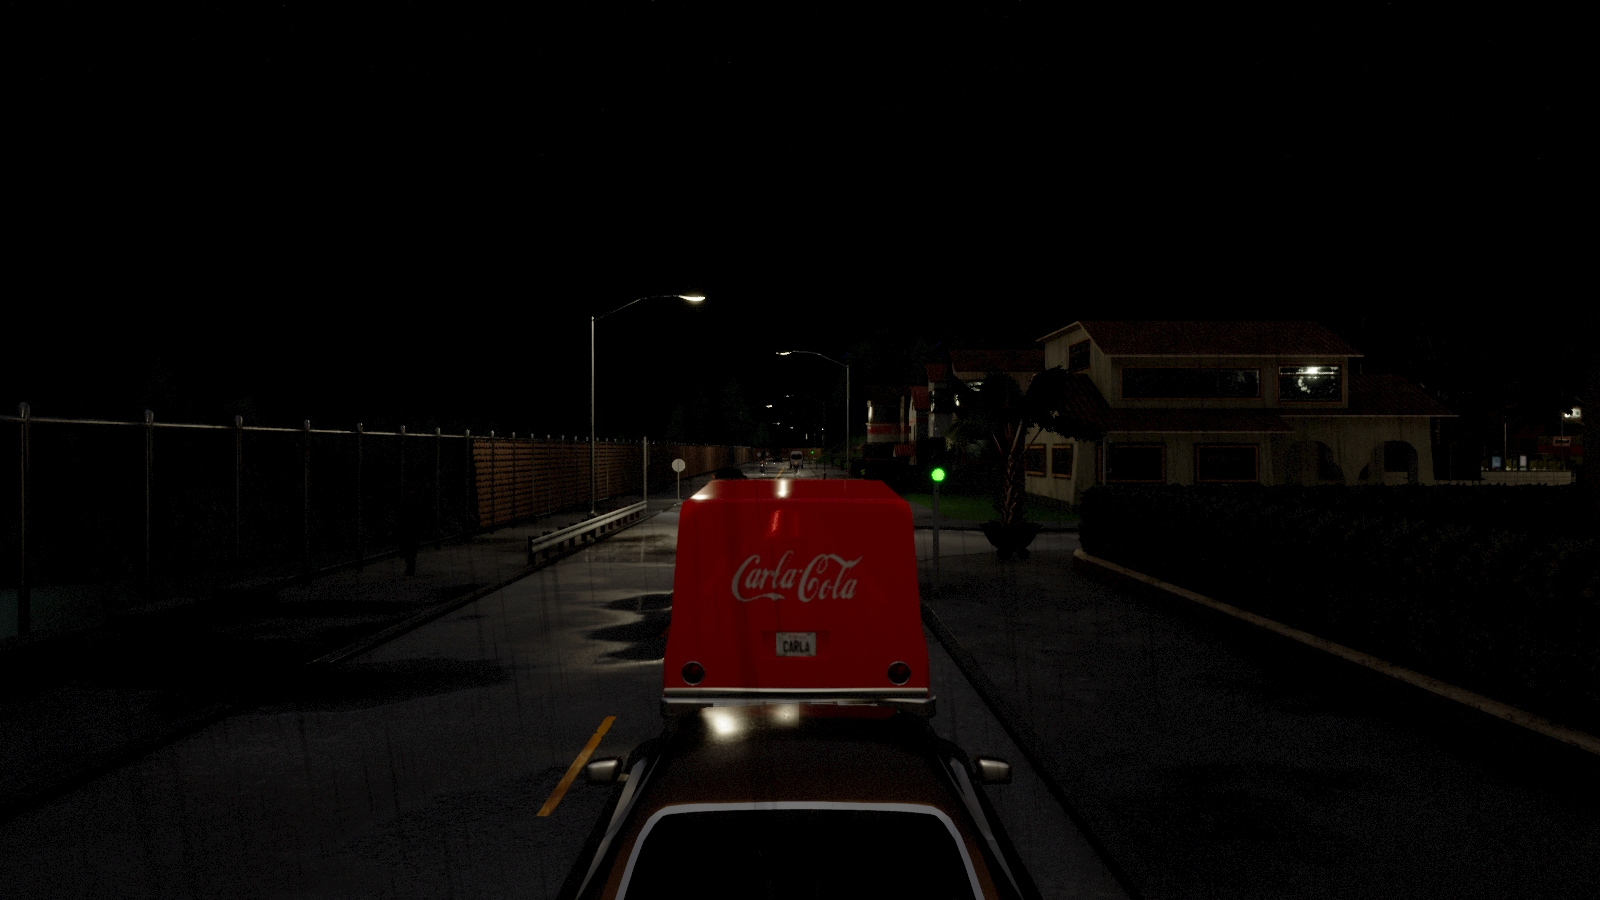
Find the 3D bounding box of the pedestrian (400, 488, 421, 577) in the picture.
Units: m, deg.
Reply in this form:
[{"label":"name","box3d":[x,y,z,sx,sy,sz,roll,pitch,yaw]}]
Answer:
[{"label":"pedestrian","box3d":[-8.272,1.736,24.268,0.375,1.860,0.375,0,0,-8]}]

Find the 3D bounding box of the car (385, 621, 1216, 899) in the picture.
[{"label":"car","box3d":[-0.006,1.989,5.238,2.152,1.651,5.027,0,0,0]}]

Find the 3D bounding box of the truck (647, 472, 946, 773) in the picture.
[{"label":"truck","box3d":[-0.030,1.576,12.676,2.627,2.467,5.204,0,1,0]}]
